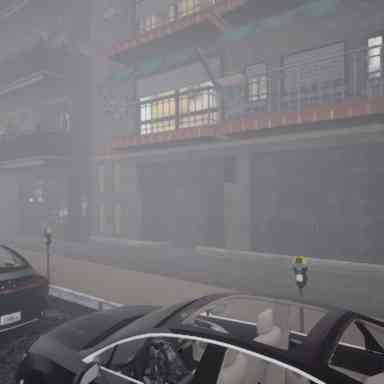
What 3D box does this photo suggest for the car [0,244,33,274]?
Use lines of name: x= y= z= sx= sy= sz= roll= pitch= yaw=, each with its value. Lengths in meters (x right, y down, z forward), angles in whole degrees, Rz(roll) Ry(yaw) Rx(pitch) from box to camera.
car: x=-4.328 y=1.551 z=5.971 sx=4.403 sy=1.369 sz=2.008 roll=0 pitch=-1 yaw=35

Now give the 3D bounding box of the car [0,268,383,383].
car: x=0.290 y=1.551 z=2.679 sx=4.403 sy=1.369 sz=2.008 roll=0 pitch=-1 yaw=35
